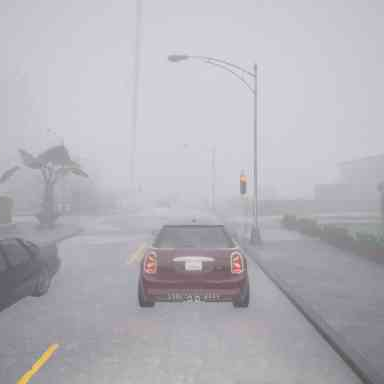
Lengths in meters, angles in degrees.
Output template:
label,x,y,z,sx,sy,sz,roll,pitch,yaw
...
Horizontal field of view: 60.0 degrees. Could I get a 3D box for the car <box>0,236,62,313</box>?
label,x,y,z,sx,sy,sz,roll,pitch,yaw
car,-4.107,1.547,5.898,2.033,1.411,5.357,0,0,0

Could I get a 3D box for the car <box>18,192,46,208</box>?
label,x,y,z,sx,sy,sz,roll,pitch,yaw
car,-19.725,0.985,41.981,1.905,1.878,3.866,0,0,35

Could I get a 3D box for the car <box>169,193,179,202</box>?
label,x,y,z,sx,sy,sz,roll,pitch,yaw
car,-3.935,1.223,69.296,2.150,2.045,5.566,0,0,0

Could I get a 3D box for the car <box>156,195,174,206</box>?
label,x,y,z,sx,sy,sz,roll,pitch,yaw
car,-4.056,1.564,47.917,1.994,1.385,4.181,0,0,0

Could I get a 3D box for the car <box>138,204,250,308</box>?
label,x,y,z,sx,sy,sz,roll,pitch,yaw
car,0.051,1.352,8.105,2.097,1.767,4.553,0,0,1

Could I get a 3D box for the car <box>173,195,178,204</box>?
label,x,y,z,sx,sy,sz,roll,pitch,yaw
car,-4.027,1.601,57.819,1.895,1.301,4.718,0,0,0
